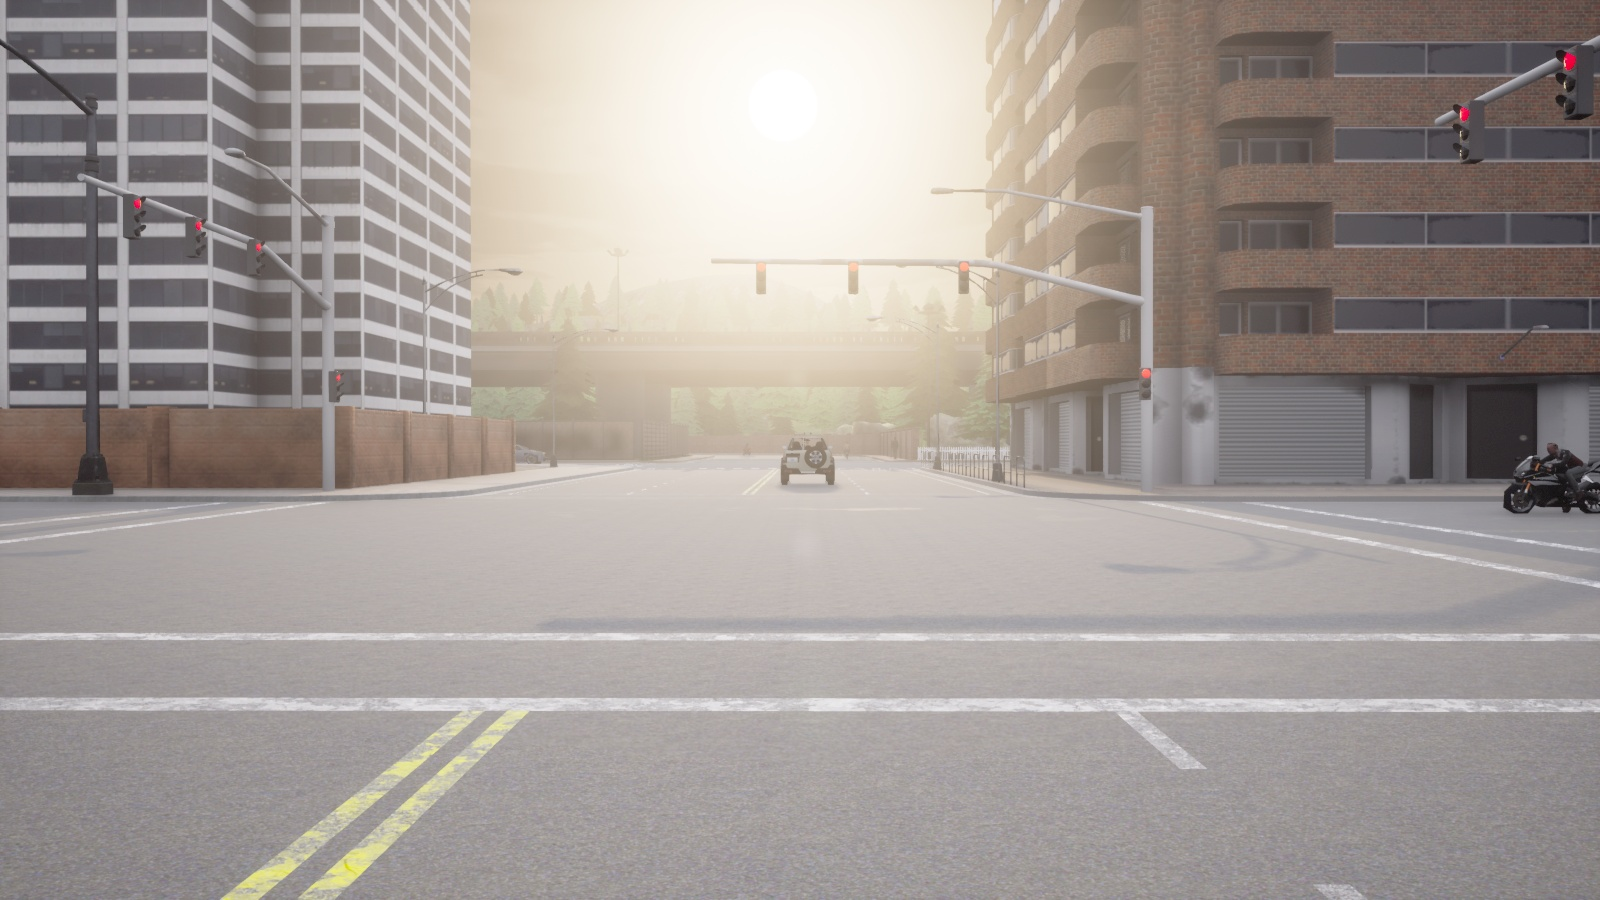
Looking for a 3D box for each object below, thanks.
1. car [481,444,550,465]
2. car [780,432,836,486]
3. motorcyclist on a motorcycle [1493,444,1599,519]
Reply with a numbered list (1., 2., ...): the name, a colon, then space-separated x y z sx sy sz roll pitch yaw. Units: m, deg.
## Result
1. car: -18.803 0.271 83.105 4.181 1.385 1.994 0 0 0
2. car: 0.280 0.304 45.966 1.932 1.855 4.605 0 0 0
3. motorcyclist on a motorcycle: 15.862 0.646 26.328 2.191 1.530 0.866 0 0 1
